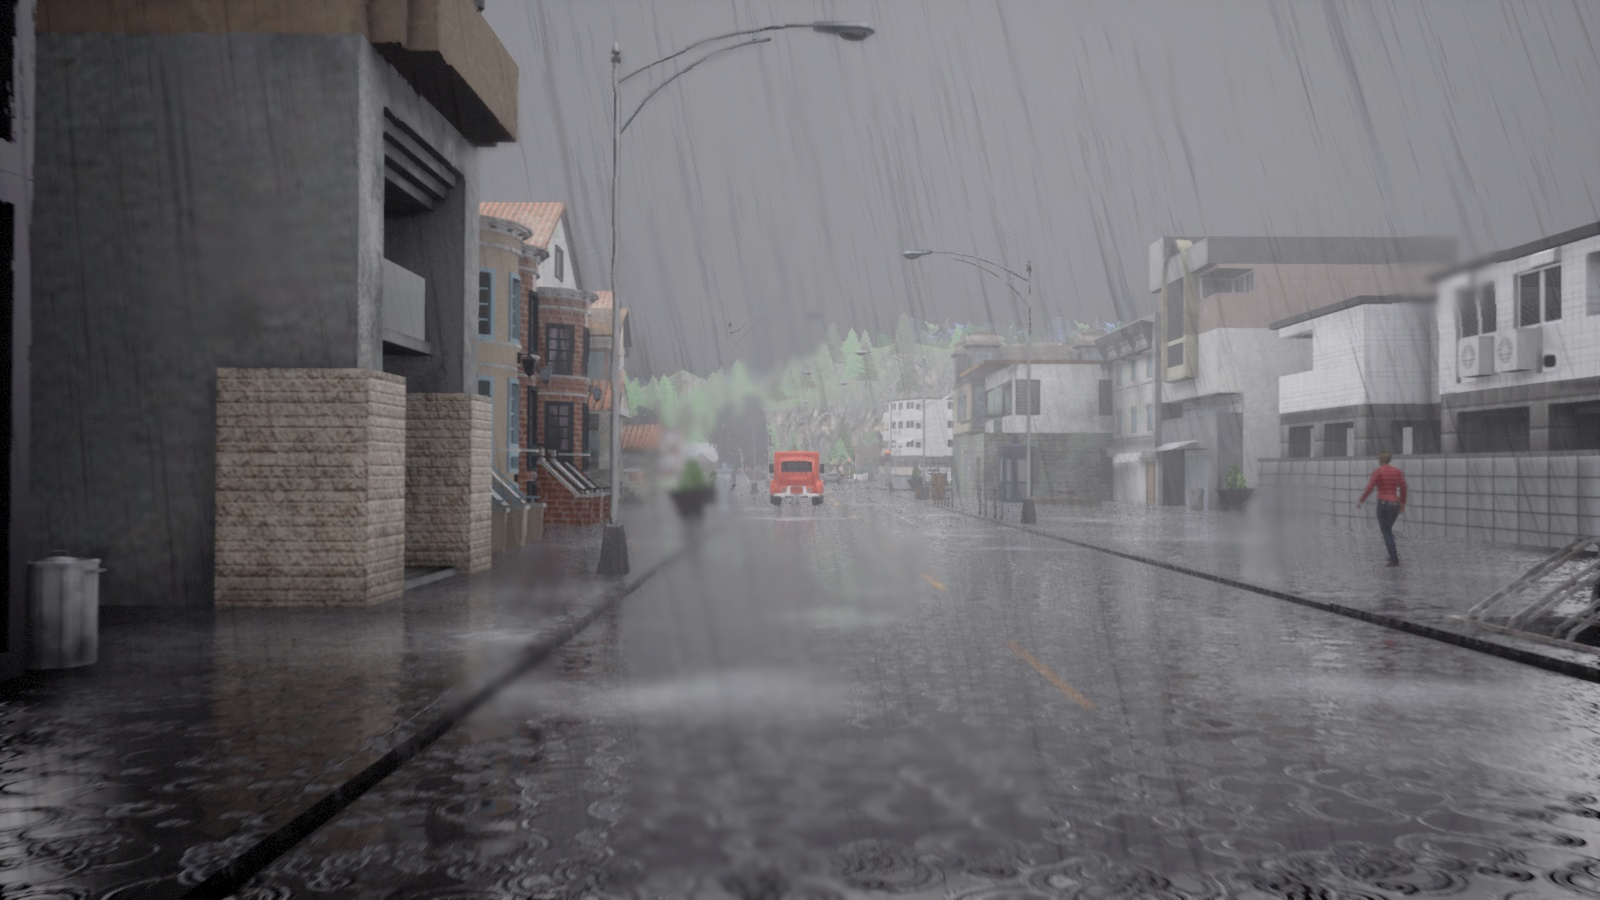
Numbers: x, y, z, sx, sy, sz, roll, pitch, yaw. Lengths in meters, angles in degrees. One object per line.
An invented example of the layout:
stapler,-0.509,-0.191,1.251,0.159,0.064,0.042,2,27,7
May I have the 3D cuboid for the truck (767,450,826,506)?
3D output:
truck,-0.146,1.290,58.703,2.627,2.467,5.204,0,-1,0
